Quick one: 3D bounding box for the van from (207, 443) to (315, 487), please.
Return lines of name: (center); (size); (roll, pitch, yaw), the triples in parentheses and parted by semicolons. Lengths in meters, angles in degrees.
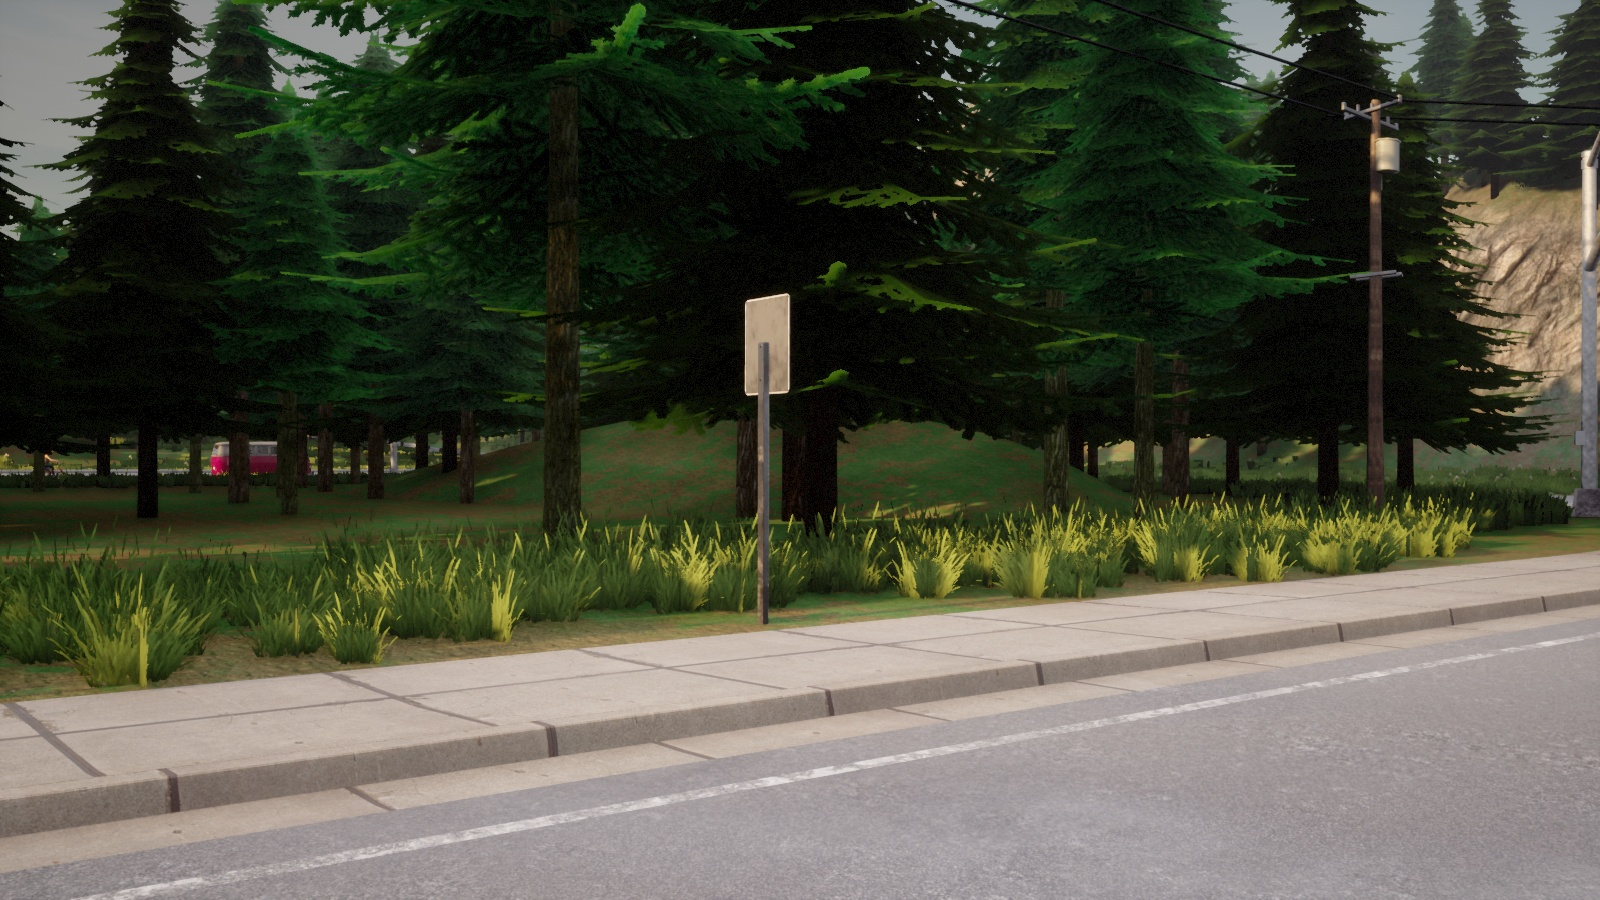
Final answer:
van: (-25.500, 0.697, 59.442); (4.442, 1.987, 1.775); (0, 0, -35)
